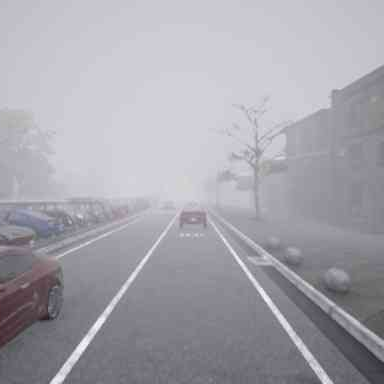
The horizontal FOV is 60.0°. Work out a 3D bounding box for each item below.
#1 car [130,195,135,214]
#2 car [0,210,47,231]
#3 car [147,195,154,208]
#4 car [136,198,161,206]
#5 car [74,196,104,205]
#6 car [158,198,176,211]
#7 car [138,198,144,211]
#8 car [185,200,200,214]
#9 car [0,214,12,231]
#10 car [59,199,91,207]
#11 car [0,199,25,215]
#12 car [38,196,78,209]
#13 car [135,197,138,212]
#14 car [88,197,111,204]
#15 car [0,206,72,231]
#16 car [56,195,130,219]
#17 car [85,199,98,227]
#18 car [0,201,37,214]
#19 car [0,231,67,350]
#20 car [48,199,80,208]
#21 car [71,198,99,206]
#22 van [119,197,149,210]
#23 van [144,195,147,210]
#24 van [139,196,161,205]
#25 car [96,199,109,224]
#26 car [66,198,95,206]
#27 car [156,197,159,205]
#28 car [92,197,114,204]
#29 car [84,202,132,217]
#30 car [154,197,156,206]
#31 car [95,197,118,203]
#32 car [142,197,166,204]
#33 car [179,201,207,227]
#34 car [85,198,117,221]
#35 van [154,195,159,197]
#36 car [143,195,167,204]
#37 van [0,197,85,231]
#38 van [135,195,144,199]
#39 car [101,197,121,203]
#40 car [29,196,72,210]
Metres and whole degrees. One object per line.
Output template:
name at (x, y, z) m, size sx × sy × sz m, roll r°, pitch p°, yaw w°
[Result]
car at (-8.915, 1.540, 33.107) m, size 5.566 × 2.045 × 2.435 m, roll 0°, pitch -1°, yaw 0°
car at (-8.873, 1.630, 13.482) m, size 4.792 × 1.488 × 2.163 m, roll 0°, pitch -1°, yaw 0°
car at (-8.951, 1.704, 49.927) m, size 5.566 × 2.045 × 2.435 m, roll 0°, pitch -1°, yaw 0°
car at (-9.014, 2.068, 69.556) m, size 5.008 × 1.535 × 2.097 m, roll 0°, pitch 0°, yaw 0°
car at (-22.075, 1.822, 71.545) m, size 5.566 × 2.045 × 2.435 m, roll 0°, pitch 0°, yaw 0°
car at (-3.366, 1.942, 47.447) m, size 1.837 × 1.490 × 4.892 m, roll 0°, pitch -1°, yaw 0°
car at (-8.955, 1.875, 41.514) m, size 4.892 × 1.521 × 2.231 m, roll 0°, pitch -1°, yaw 0°
car at (0.071, 1.847, 41.720) m, size 1.801 × 1.575 × 5.366 m, roll 0°, pitch 0°, yaw 0°
car at (-8.868, 1.602, 10.679) m, size 4.792 × 1.488 × 2.163 m, roll 0°, pitch -1°, yaw 0°
car at (-22.271, 2.047, 63.215) m, size 5.366 × 1.575 × 1.946 m, roll 0°, pitch 0°, yaw 0°
car at (-22.065, 1.717, 38.230) m, size 4.553 × 1.767 × 2.185 m, roll 0°, pitch -1°, yaw 0°
car at (-22.040, 1.749, 54.887) m, size 5.566 × 2.045 × 2.435 m, roll 0°, pitch 0°, yaw 0°
car at (-8.986, 1.721, 38.712) m, size 4.553 × 1.767 × 2.185 m, roll 0°, pitch -1°, yaw 0°
car at (-22.127, 2.090, 79.872) m, size 4.892 × 1.521 × 2.231 m, roll 0°, pitch 0°, yaw 0°
car at (-8.903, 1.627, 16.286) m, size 5.008 × 1.535 × 2.097 m, roll 0°, pitch -1°, yaw 0°
car at (-8.909, 1.513, 30.304) m, size 5.566 × 2.045 × 2.435 m, roll 0°, pitch -1°, yaw 0°
car at (-8.951, 1.556, 21.893) m, size 4.553 × 1.767 × 2.185 m, roll 0°, pitch -1°, yaw 0°
car at (-22.011, 1.900, 41.006) m, size 4.792 × 1.488 × 2.163 m, roll 0°, pitch -1°, yaw 0°
car at (-3.365, 1.569, 4.710) m, size 1.812 × 1.442 × 4.674 m, roll 0°, pitch -1°, yaw 0°
car at (-22.103, 2.050, 57.660) m, size 4.792 × 1.488 × 2.163 m, roll 0°, pitch 0°, yaw 0°
car at (-22.092, 2.069, 68.770) m, size 4.892 × 1.521 × 2.231 m, roll 0°, pitch 0°, yaw 0°
van at (-9.101, 1.757, 52.727) m, size 4.442 × 1.987 × 1.878 m, roll 0°, pitch 0°, yaw 0°
van at (-9.089, 1.702, 47.122) m, size 4.442 × 1.987 × 1.878 m, roll 0°, pitch -1°, yaw 0°
van at (-9.142, 1.848, 72.359) m, size 4.442 × 1.987 × 1.878 m, roll 0°, pitch 0°, yaw 0°
car at (-8.895, 1.584, 24.696) m, size 4.553 × 1.767 × 2.185 m, roll 0°, pitch -1°, yaw 0°
car at (-22.086, 2.060, 65.992) m, size 5.008 × 1.535 × 2.097 m, roll 0°, pitch 0°, yaw 0°
car at (-9.031, 2.070, 61.144) m, size 4.792 × 1.488 × 2.163 m, roll 0°, pitch 0°, yaw 0°
car at (-22.156, 2.124, 82.647) m, size 4.792 × 1.488 × 2.163 m, roll 0°, pitch 0°, yaw 0°
car at (-8.947, 1.859, 35.907) m, size 4.674 × 1.452 × 2.002 m, roll 0°, pitch -1°, yaw 0°
car at (-8.997, 2.005, 55.533) m, size 4.892 × 1.521 × 2.231 m, roll 0°, pitch 0°, yaw 0°
car at (-21.947, 2.096, 85.423) m, size 5.366 × 1.575 × 1.946 m, roll 0°, pitch 0°, yaw 0°
car at (-8.852, 2.081, 77.966) m, size 5.366 × 1.575 × 1.946 m, roll 0°, pitch 0°, yaw 0°
car at (0.084, 1.710, 24.593) m, size 1.882 × 1.535 × 5.008 m, roll 0°, pitch -1°, yaw 0°
car at (-8.901, 1.611, 27.500) m, size 4.553 × 1.767 × 2.185 m, roll 0°, pitch -1°, yaw 0°
van at (-9.124, 1.825, 63.947) m, size 4.442 × 1.987 × 1.878 m, roll 0°, pitch 0°, yaw 0°
car at (-9.015, 1.838, 80.770) m, size 5.566 × 2.045 × 2.435 m, roll 0°, pitch 0°, yaw 0°
van at (-8.798, 1.429, 19.091) m, size 4.442 × 1.987 × 1.878 m, roll 0°, pitch -1°, yaw 0°
van at (-9.084, 1.675, 44.319) m, size 4.442 × 1.987 × 1.878 m, roll 0°, pitch -1°, yaw 0°
car at (-22.115, 2.140, 90.974) m, size 4.792 × 1.488 × 2.163 m, roll 0°, pitch 0°, yaw 0°
car at (-22.091, 1.727, 52.110) m, size 5.566 × 2.045 × 2.435 m, roll 0°, pitch -1°, yaw 0°
